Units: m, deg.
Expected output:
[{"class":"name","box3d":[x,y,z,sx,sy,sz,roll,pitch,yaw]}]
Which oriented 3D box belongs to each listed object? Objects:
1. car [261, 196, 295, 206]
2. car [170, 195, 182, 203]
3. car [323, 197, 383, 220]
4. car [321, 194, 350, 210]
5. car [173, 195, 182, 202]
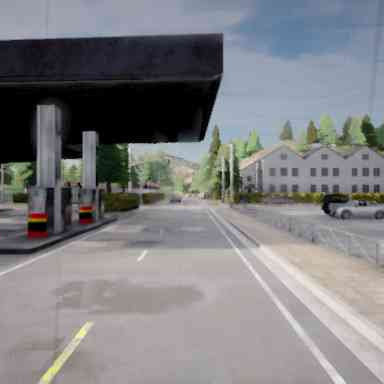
[{"class":"car","box3d":[12.451,1.336,48.254,4.902,1.511,2.128,0,0,1]},{"class":"car","box3d":[-3.504,1.407,69.504,2.097,1.767,4.553,0,0,0]},{"class":"car","box3d":[12.683,1.380,25.774,3.806,1.475,1.970,0,0,-1]},{"class":"car","box3d":[13.274,1.099,29.103,3.866,1.878,1.905,0,0,-1]},{"class":"car","box3d":[-3.505,1.538,79.891,1.882,1.535,5.008,0,0,0]}]
